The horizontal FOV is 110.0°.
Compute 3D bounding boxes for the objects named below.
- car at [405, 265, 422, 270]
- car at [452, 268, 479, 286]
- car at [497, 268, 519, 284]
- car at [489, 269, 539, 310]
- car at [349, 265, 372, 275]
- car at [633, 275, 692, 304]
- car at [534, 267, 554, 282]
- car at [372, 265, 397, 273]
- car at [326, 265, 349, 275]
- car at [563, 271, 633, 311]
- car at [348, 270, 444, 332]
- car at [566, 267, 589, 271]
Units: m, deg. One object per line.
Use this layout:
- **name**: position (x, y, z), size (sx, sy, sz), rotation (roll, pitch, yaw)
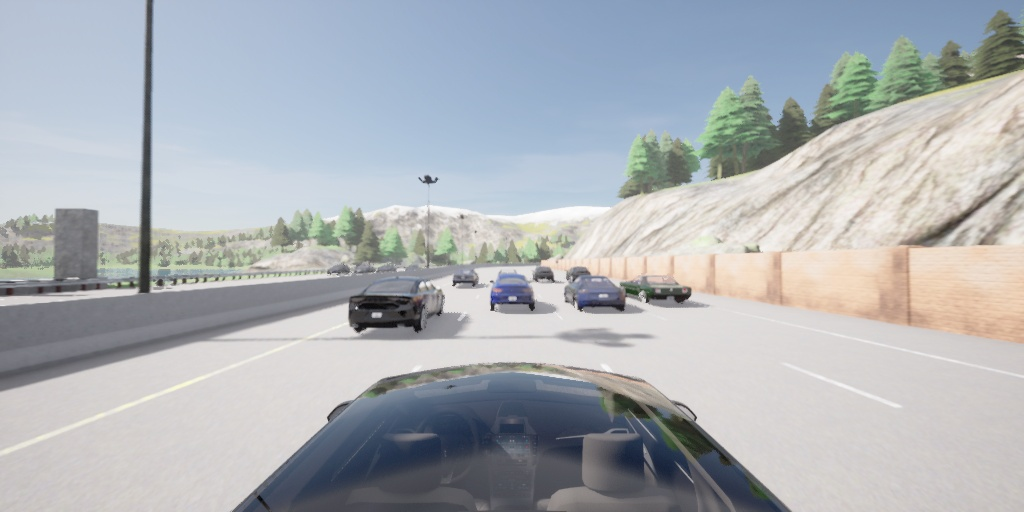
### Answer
- **car**: position (-15.068, 2.086, 54.854), size (1.837, 1.490, 4.892), rotation (0, -1, -1)
- **car**: position (-3.805, 1.738, 29.823), size (2.033, 1.411, 5.357), rotation (0, -1, -1)
- **car**: position (-0.410, 1.859, 34.123), size (1.895, 1.301, 4.718), rotation (0, -1, -1)
- **car**: position (-0.024, 1.499, 15.987), size (1.812, 1.442, 4.674), rotation (0, -1, -1)
- **car**: position (-22.053, 2.059, 53.944), size (2.128, 1.511, 4.902), rotation (0, -1, -1)
- **car**: position (6.956, 1.607, 18.030), size (1.895, 1.301, 4.718), rotation (0, -1, -1)
- **car**: position (3.053, 1.788, 35.720), size (1.837, 1.490, 4.892), rotation (0, -1, -1)
- **car**: position (-18.539, 2.061, 53.216), size (1.837, 1.490, 4.892), rotation (0, -1, -1)
- **car**: position (-25.530, 2.057, 53.013), size (1.837, 1.490, 4.892), rotation (0, -1, -1)
- **car**: position (3.490, 1.535, 15.819), size (1.994, 1.385, 4.181), rotation (0, -1, -1)
- **car**: position (-3.447, 1.382, 11.555), size (1.882, 1.535, 5.008), rotation (0, -1, -1)
- **car**: position (6.554, 1.788, 35.729), size (1.837, 1.490, 4.892), rotation (0, -1, -1)
